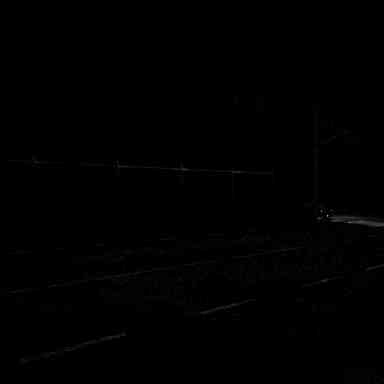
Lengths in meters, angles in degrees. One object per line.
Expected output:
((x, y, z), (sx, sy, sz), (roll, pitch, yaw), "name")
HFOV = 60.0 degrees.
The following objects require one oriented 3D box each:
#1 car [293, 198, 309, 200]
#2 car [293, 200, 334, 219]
((11.210, 1.407, 33.630), (2.097, 1.767, 4.553), (0, 0, -36), "car")
((9.959, 1.656, 29.300), (1.895, 1.301, 4.718), (0, 0, -34), "car")
